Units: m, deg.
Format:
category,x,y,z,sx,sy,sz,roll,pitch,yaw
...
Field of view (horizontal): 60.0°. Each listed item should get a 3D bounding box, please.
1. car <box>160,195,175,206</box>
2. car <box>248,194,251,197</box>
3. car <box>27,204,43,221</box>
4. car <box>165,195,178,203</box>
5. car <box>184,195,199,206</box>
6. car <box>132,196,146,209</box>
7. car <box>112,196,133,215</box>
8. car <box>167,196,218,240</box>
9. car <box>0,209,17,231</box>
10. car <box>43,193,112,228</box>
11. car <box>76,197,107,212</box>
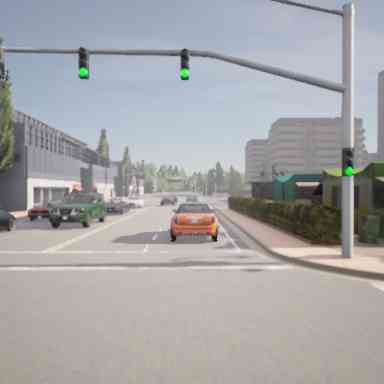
category,x,y,z,sx,sy,sz,roll,pitch,yaw
car,-3.511,1.197,48.008,1.812,1.442,4.674,0,0,0
car,14.253,0.669,70.857,4.605,1.855,1.932,0,0,-2
car,-10.591,1.427,25.353,1.895,1.301,4.718,0,0,0
car,-3.513,1.168,57.962,1.994,1.385,4.181,0,0,0
car,-0.011,1.221,47.690,2.033,1.411,5.357,0,0,0
car,-7.009,1.244,41.147,1.812,1.442,4.674,0,0,0
car,-7.079,1.353,30.822,1.994,1.385,4.181,0,0,0
car,0.096,1.240,16.282,2.097,1.767,4.553,0,0,0
car,-10.602,1.450,16.591,1.994,1.385,4.181,0,0,0
car,-7.100,1.075,21.414,2.150,2.045,5.566,0,0,1
car,-10.554,1.322,35.301,1.994,1.385,4.181,0,0,0
